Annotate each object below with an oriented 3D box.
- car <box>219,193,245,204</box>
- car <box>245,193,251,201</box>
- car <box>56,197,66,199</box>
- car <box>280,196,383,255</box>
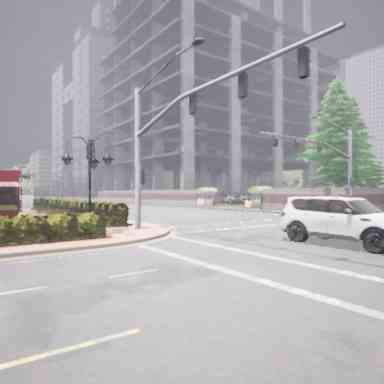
[{"bbox_3d":[6.103,1.038,54.140,1.905,1.878,3.866,0,0,-36],"label":"car"},{"bbox_3d":[8.496,1.032,55.849,1.905,1.878,3.866,0,0,-36],"label":"car"},{"bbox_3d":[-19.290,1.480,49.016,1.994,1.385,4.181,0,0,-36],"label":"car"},{"bbox_3d":[6.244,1.180,13.699,2.150,2.045,5.566,0,0,-36],"label":"car"}]
